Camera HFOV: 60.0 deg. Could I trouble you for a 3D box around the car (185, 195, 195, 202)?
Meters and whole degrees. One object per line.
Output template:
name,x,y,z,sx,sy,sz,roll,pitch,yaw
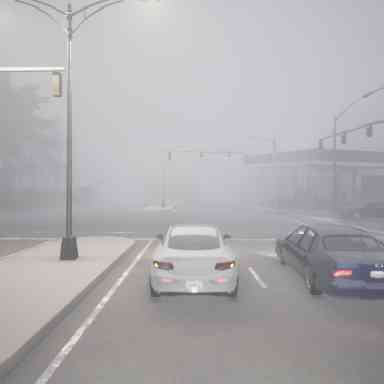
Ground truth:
car,-0.434,1.428,72.766,1.812,1.442,4.674,0,0,0

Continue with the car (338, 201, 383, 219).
car,14.695,1.502,27.634,4.892,1.490,1.837,0,0,-1

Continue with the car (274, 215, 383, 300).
car,3.520,1.545,8.578,2.033,1.411,5.357,0,0,3

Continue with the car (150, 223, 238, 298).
car,0.038,1.516,8.359,1.812,1.442,4.674,0,0,0

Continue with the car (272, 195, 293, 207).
car,12.926,1.261,47.770,2.242,1.667,4.611,0,0,0

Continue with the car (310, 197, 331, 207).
car,18.666,1.433,48.567,1.970,1.475,3.806,0,0,0
